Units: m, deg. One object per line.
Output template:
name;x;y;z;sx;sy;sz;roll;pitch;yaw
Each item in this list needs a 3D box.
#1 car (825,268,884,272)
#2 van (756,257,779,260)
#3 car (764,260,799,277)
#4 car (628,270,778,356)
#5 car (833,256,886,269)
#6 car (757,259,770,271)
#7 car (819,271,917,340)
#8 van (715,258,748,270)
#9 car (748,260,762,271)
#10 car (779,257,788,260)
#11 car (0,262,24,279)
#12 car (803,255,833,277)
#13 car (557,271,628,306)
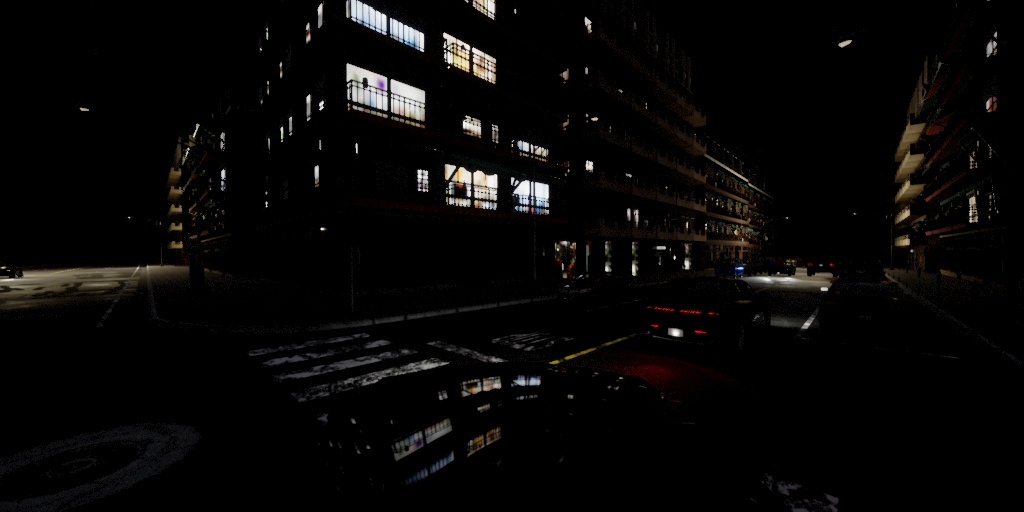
car;13.390;1.307;13.681;1.948;1.339;4.313;0;0;44
van;31.039;1.061;43.937;1.690;1.789;3.998;0;0;44
car;27.197;1.326;36.123;1.895;1.301;4.718;0;0;44
car;4.891;1.249;8.765;1.837;1.490;4.892;0;0;44
car;21.268;1.050;21.819;2.192;1.841;5.009;0;0;44
car;27.107;1.303;39.858;1.802;1.307;4.207;0;0;44
car;9.689;1.290;9.857;1.888;1.381;4.507;0;0;44
van;19.231;1.066;31.717;1.690;1.789;3.998;0;0;44
car;23.170;1.305;35.787;1.802;1.307;4.207;0;0;44
car;34.957;1.033;48.025;2.192;1.841;5.009;0;0;44
car;-45.468;1.272;31.918;4.674;1.442;1.812;0;1;44
car;30.323;0.949;34.891;2.150;2.045;5.566;0;0;45
car;3.693;1.319;15.665;1.802;1.307;4.207;0;0;44
